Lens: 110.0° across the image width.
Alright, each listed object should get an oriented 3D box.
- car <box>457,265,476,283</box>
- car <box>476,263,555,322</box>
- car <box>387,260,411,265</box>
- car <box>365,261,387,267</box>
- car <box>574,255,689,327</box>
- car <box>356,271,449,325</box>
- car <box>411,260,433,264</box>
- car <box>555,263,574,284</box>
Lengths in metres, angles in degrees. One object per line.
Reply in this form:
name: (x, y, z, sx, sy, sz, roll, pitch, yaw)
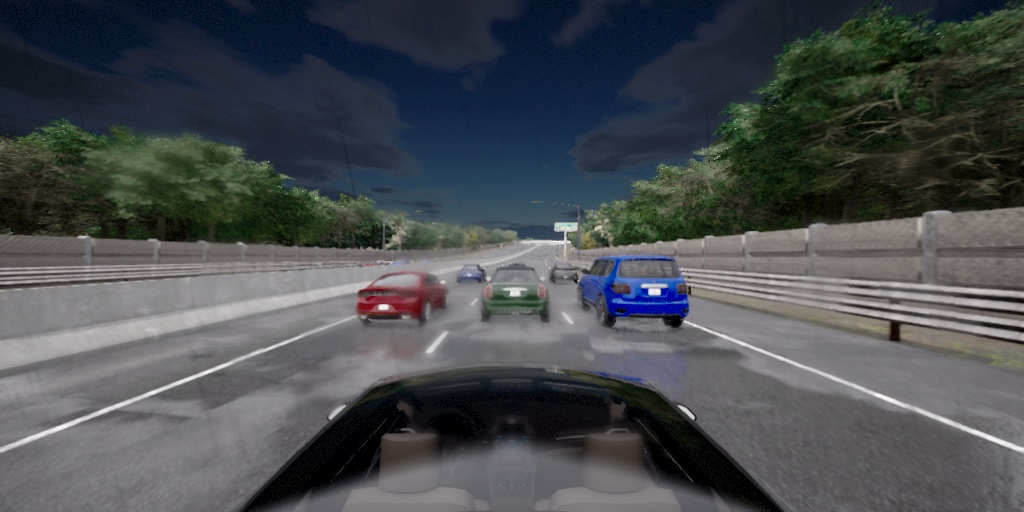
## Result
car: (-3.098, 1.365, 28.459, 1.994, 1.385, 4.181, 0, 0, 2)
car: (0.135, 1.113, 12.533, 2.097, 1.767, 4.553, 0, 0, 1)
car: (-16.401, 1.327, 53.385, 1.882, 1.535, 5.008, 0, 0, 3)
car: (-19.919, 1.446, 53.040, 1.895, 1.301, 4.718, 0, 0, 3)
car: (3.622, 0.986, 11.675, 2.150, 2.045, 5.566, 0, 0, 1)
car: (-3.375, 1.237, 11.994, 1.882, 1.535, 5.008, 0, -1, 1)
car: (-12.898, 1.332, 53.444, 1.882, 1.535, 5.008, 0, 0, 3)
car: (3.882, 1.297, 27.700, 2.128, 1.511, 4.902, 0, 0, 2)
